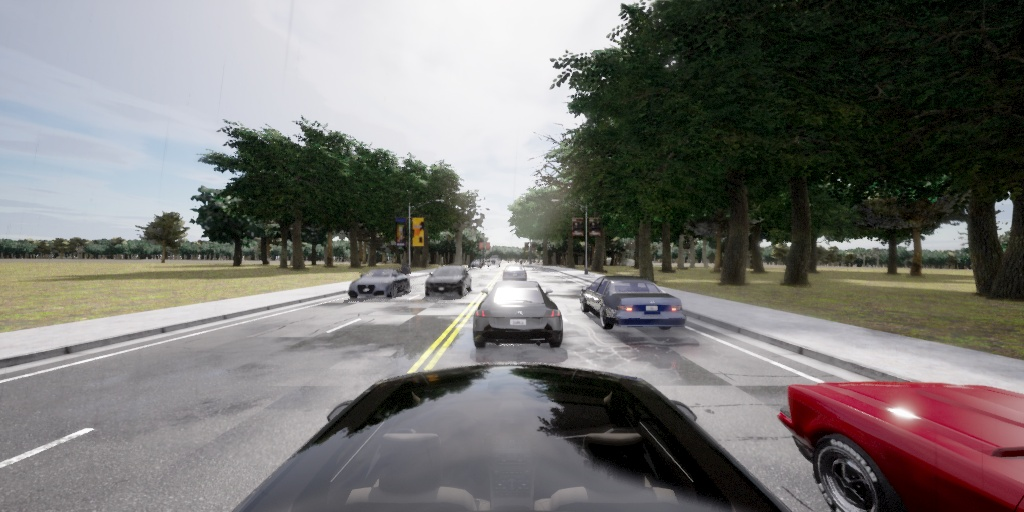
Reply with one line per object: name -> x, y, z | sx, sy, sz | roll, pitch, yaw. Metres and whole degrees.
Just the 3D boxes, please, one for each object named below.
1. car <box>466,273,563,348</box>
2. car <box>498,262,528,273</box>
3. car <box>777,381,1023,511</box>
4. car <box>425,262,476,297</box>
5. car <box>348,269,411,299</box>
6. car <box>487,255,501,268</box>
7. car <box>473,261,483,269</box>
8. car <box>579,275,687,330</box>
car -> 0.133, 1.319, 9.286 | 1.994, 1.385, 4.181 | 0, 0, 0
car -> 0.210, 1.349, 27.094 | 2.033, 1.411, 5.357 | 0, 0, 1
car -> 3.348, 1.351, 1.109 | 1.895, 1.301, 4.718 | 0, 0, 0
car -> -3.273, 1.257, 19.167 | 1.882, 1.535, 5.008 | 0, 0, 0
car -> -6.529, 1.340, 18.057 | 1.994, 1.385, 4.181 | 0, 0, 0
car -> -2.984, 0.847, 60.694 | 2.150, 2.045, 5.566 | 0, 0, 0
car -> -6.086, 1.469, 60.736 | 1.994, 1.385, 4.181 | 0, 0, 3
car -> 3.386, 1.307, 11.123 | 2.033, 1.411, 5.357 | 0, 0, 1
